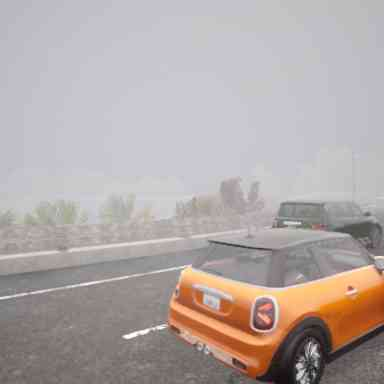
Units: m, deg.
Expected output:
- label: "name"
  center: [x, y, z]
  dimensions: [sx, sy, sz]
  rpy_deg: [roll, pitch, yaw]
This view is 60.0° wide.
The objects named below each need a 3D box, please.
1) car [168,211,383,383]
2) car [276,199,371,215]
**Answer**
- label: "car"
  center: [1.912, 1.387, 5.483]
  dimensions: [4.553, 1.767, 2.097]
  rpy_deg: [0, 0, -38]
- label: "car"
  center: [5.325, 1.292, 12.860]
  dimensions: [5.566, 2.045, 2.150]
  rpy_deg: [0, -1, -42]
